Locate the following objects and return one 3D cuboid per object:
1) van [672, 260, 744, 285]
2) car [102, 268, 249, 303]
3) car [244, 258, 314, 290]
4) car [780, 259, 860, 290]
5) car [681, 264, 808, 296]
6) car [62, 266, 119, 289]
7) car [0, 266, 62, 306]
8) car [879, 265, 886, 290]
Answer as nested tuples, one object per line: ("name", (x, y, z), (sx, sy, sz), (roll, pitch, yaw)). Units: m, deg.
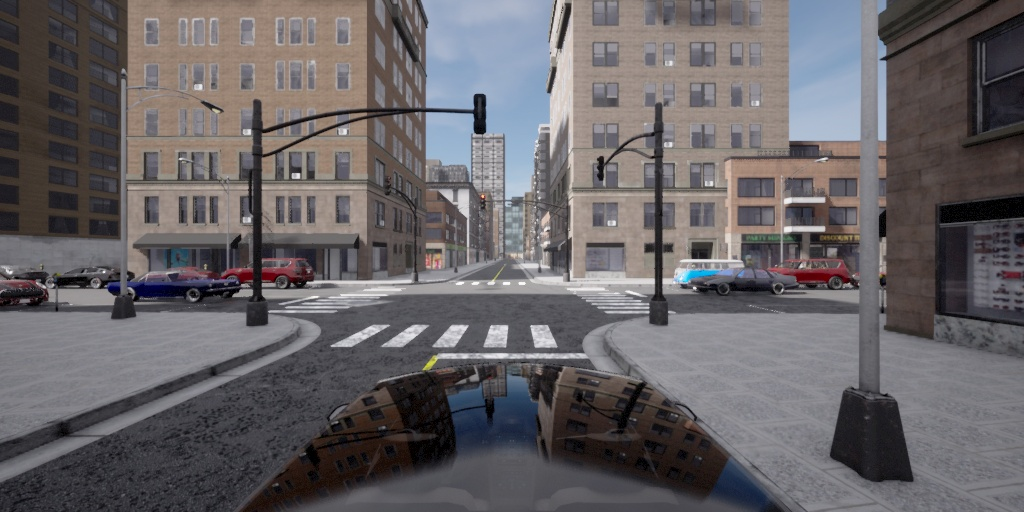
("van", (12.038, 1.107, 21.942), (3.998, 1.789, 1.690), (0, 0, 0))
("car", (-15.000, 1.345, 16.155), (4.718, 1.301, 1.895), (0, 0, 3))
("car", (-14.909, 1.058, 22.098), (5.009, 1.841, 2.192), (0, 0, 0))
("car", (17.634, 1.086, 21.910), (5.009, 1.841, 2.192), (0, 0, 0))
("car", (12.345, 1.315, 19.239), (5.357, 1.411, 2.033), (0, 0, -5))
("car", (-25.956, 1.298, 22.162), (4.313, 1.339, 1.948), (0, 0, 0))
("car", (-20.457, 1.179, 13.604), (4.097, 1.591, 1.967), (0, 0, 0))
("car", (22.594, 1.280, 19.122), (4.892, 1.490, 1.837), (0, 0, 1))
